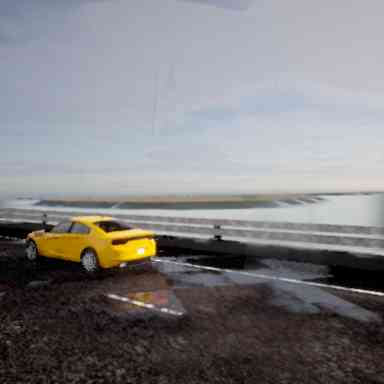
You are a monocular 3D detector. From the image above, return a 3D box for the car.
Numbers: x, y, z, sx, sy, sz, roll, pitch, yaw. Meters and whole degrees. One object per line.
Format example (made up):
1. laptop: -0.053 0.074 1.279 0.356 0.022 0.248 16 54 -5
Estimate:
1. car: -3.444 1.530 10.771 5.008 1.535 1.882 0 0 36
